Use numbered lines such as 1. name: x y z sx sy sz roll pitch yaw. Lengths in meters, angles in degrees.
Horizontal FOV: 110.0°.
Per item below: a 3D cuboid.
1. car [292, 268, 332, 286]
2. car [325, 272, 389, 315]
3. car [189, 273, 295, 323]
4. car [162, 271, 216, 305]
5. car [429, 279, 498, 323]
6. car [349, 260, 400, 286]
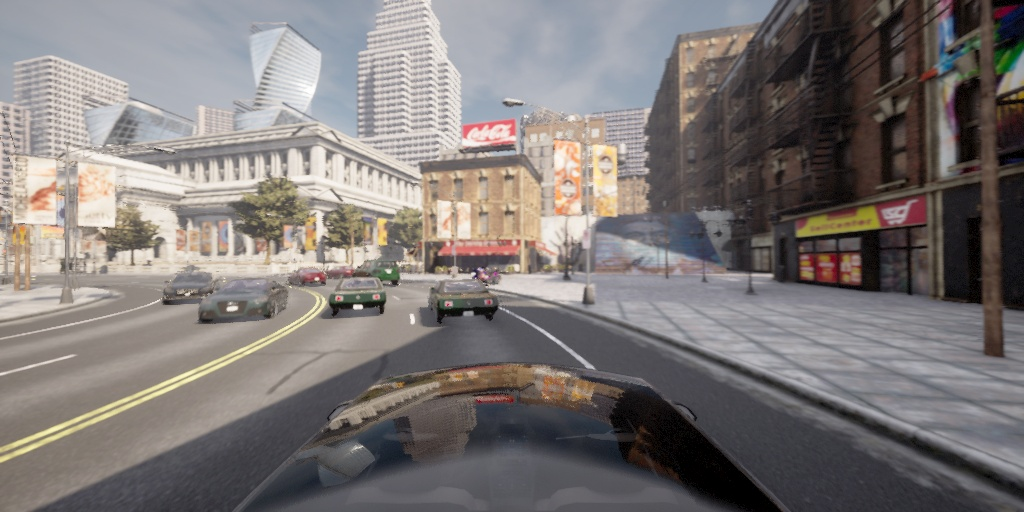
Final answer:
1. car: -17.271 1.702 30.262 4.674 1.442 1.812 -1 -1 44
2. car: -6.204 1.529 14.693 1.895 1.301 4.718 0 -1 -21
3. car: -9.673 1.511 13.278 1.994 1.385 4.181 0 -1 -23
4. car: -16.305 1.563 18.486 1.837 1.490 4.892 0 -1 -35
5. car: -1.944 1.474 12.921 1.895 1.301 4.718 0 -1 -17
6. car: -10.938 1.326 28.823 2.150 2.045 5.566 0 -1 -41
